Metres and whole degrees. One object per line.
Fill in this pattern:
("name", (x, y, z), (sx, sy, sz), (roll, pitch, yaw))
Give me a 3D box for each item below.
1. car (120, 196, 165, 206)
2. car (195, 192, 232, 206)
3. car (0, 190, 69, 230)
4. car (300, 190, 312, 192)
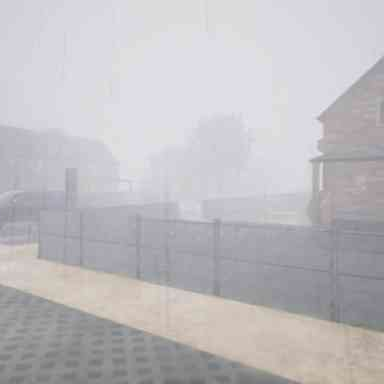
("car", (-4.048, 1.025, 27.435), (1.994, 1.385, 4.181), (1, 2, 35))
("car", (2.564, 0.741, 36.702), (2.033, 1.411, 5.357), (1, 2, 36))
("car", (-9.896, 0.919, 19.227), (2.150, 2.045, 5.566), (1, 2, 36))
("car", (18.942, 0.276, 54.644), (1.895, 1.301, 4.718), (1, 2, 36))
